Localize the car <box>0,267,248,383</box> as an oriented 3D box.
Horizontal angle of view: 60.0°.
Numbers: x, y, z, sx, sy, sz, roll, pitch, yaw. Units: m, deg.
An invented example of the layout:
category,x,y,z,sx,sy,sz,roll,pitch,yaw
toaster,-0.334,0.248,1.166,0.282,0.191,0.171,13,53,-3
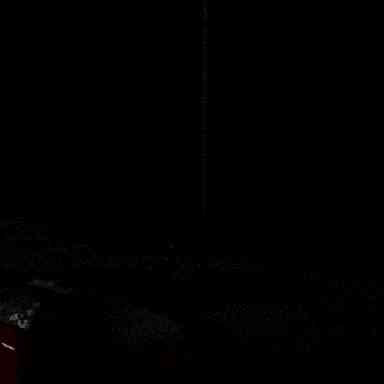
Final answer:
category,x,y,z,sx,sy,sz,roll,pitch,yaw
car,-1.424,1.566,3.826,4.206,1.307,1.802,0,0,36
